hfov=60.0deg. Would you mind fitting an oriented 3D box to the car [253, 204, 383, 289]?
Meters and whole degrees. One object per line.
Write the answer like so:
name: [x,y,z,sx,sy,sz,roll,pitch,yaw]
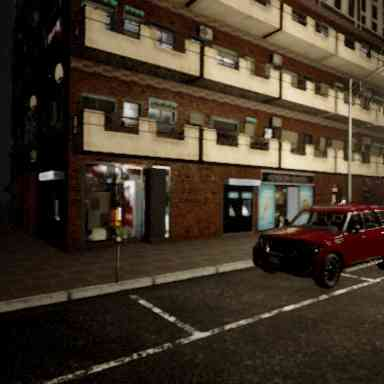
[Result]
car: [4.008,1.312,9.402,5.009,1.841,2.192,0,1,-35]
